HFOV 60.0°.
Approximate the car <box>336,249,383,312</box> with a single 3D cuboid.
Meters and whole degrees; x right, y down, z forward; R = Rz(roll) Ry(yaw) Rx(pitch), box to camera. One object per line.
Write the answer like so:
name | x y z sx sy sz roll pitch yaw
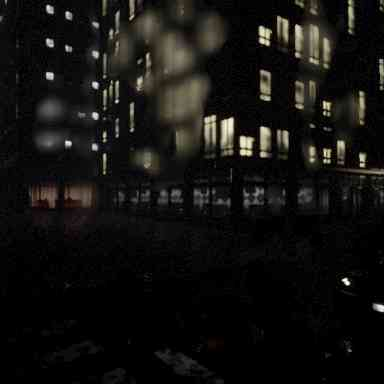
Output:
car | 5.393 1.610 7.215 5.357 1.411 2.033 0 -1 -35
